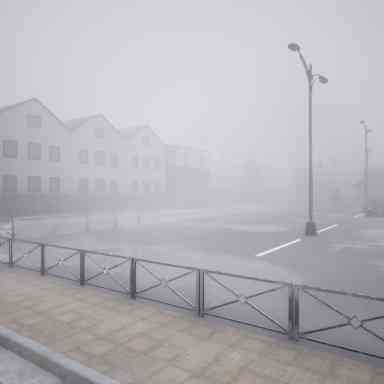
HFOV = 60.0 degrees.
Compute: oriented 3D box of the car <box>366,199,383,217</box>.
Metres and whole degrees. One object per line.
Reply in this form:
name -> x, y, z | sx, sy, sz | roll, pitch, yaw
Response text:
car -> 15.339, 1.298, 26.865 | 2.007, 1.523, 4.514 | 0, 0, 35
